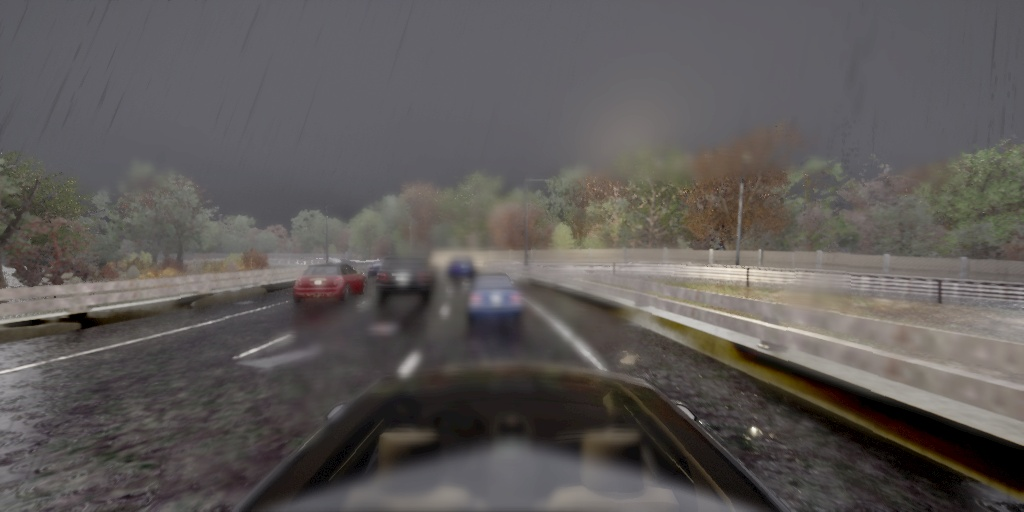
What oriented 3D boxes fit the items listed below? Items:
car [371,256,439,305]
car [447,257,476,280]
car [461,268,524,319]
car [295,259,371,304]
[{"bbox_3d":[-4.727,1.036,16.827,2.150,2.045,5.566,0,0,-9],"label":"car"},{"bbox_3d":[-4.670,1.098,32.873,2.150,2.045,5.566,0,0,-16],"label":"car"},{"bbox_3d":[-0.742,1.343,13.133,2.033,1.411,5.357,0,0,-7],"label":"car"},{"bbox_3d":[-8.349,1.175,17.049,2.097,1.767,4.553,0,0,-9],"label":"car"}]
